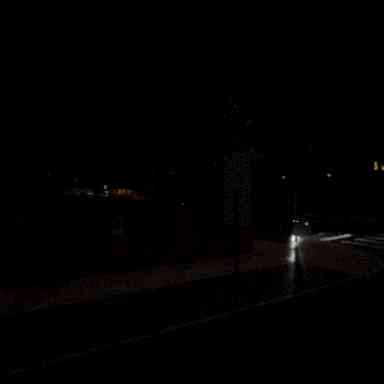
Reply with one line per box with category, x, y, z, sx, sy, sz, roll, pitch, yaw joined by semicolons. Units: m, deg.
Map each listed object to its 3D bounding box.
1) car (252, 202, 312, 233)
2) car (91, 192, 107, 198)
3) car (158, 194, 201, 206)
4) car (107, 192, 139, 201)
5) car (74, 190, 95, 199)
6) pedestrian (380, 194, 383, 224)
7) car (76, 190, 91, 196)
car;4.506;1.355;19.168;1.837;1.490;4.892;-1;2;-36
car;-12.762;0.662;49.345;2.033;1.411;5.357;-1;2;-35
car;-1.026;1.006;27.117;2.097;1.767;4.553;-1;2;-35
car;-7.260;0.962;36.188;1.812;1.442;4.674;-1;2;-35
car;-18.792;0.411;58.062;2.128;1.511;4.902;-1;2;-35
pedestrian;11.314;0.959;19.536;0.375;1.860;0.375;0;0;-35
car;-15.955;0.753;48.944;2.033;1.411;5.357;-1;2;-35
